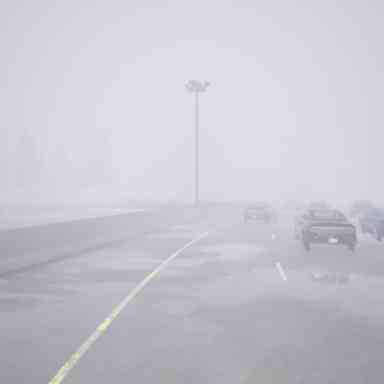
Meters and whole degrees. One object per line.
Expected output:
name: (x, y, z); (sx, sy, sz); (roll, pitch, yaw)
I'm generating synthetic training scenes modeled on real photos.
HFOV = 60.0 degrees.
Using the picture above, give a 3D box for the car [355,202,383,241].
car: (9.708, 1.473, 16.388); (1.882, 1.535, 5.008); (0, 0, 16)

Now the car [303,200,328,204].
car: (11.631, 1.496, 30.321); (1.837, 1.490, 4.892); (0, 0, 26)

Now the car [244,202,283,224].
car: (5.228, 1.485, 24.952); (2.128, 1.511, 4.902); (0, 0, 23)

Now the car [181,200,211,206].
car: (0.962, 1.590, 40.643); (1.895, 1.301, 4.718); (0, 0, 28)

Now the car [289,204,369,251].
car: (5.517, 1.489, 14.123); (2.128, 1.511, 4.902); (0, 0, 12)

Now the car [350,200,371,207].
car: (15.949, 1.497, 31.107); (1.837, 1.490, 4.892); (0, 0, 27)

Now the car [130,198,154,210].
car: (-5.647, 1.553, 43.115); (1.994, 1.385, 4.181); (0, 0, 28)

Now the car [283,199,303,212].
car: (11.988, 1.537, 38.916); (2.033, 1.411, 5.357); (0, 0, 28)

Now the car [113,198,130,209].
car: (-8.684, 1.553, 44.854); (1.994, 1.385, 4.181); (0, 0, 28)

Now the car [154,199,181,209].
car: (-2.478, 1.554, 41.616); (1.994, 1.385, 4.181); (0, 0, 28)
